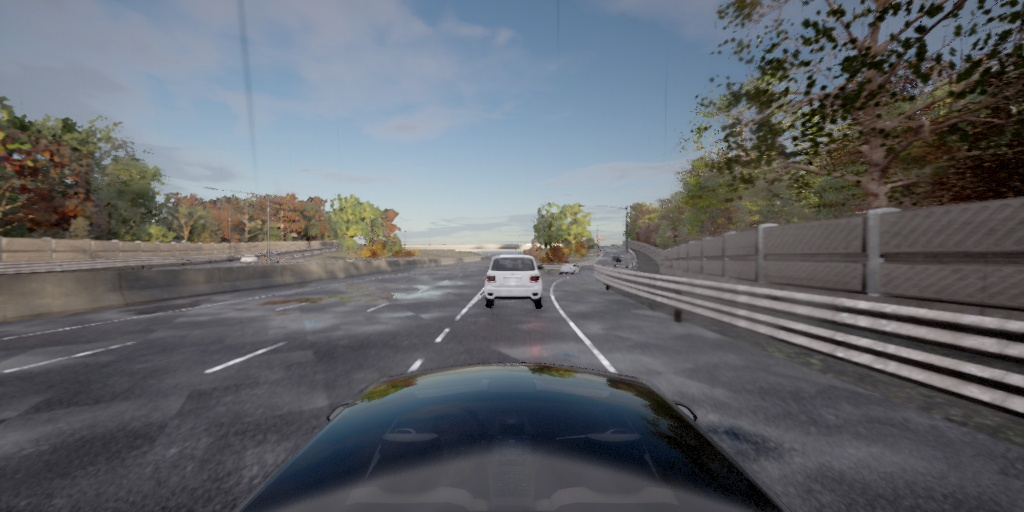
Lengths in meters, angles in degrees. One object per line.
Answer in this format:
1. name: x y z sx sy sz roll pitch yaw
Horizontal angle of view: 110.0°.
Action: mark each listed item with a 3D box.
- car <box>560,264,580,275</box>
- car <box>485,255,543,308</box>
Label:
1. car: 7.619 1.748 46.996 1.812 1.442 4.674 0 -1 24
2. car: 0.159 0.975 15.420 2.150 2.045 5.566 0 0 3
